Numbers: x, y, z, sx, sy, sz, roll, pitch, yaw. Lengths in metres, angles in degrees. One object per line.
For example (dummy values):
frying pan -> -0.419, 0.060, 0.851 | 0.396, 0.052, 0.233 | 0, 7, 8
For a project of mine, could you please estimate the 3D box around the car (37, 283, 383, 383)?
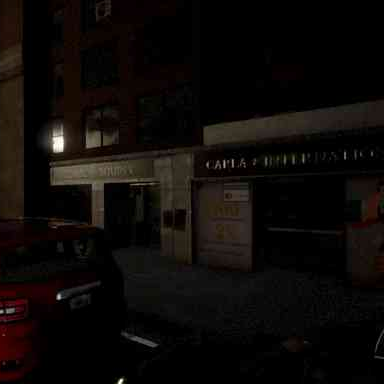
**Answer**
car -> 1.267, 1.551, 1.952 | 4.403, 1.369, 2.008 | 0, -1, 35

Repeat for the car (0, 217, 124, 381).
car -> -3.197, 1.318, 5.133 | 5.009, 1.841, 2.192 | 0, -1, 35
